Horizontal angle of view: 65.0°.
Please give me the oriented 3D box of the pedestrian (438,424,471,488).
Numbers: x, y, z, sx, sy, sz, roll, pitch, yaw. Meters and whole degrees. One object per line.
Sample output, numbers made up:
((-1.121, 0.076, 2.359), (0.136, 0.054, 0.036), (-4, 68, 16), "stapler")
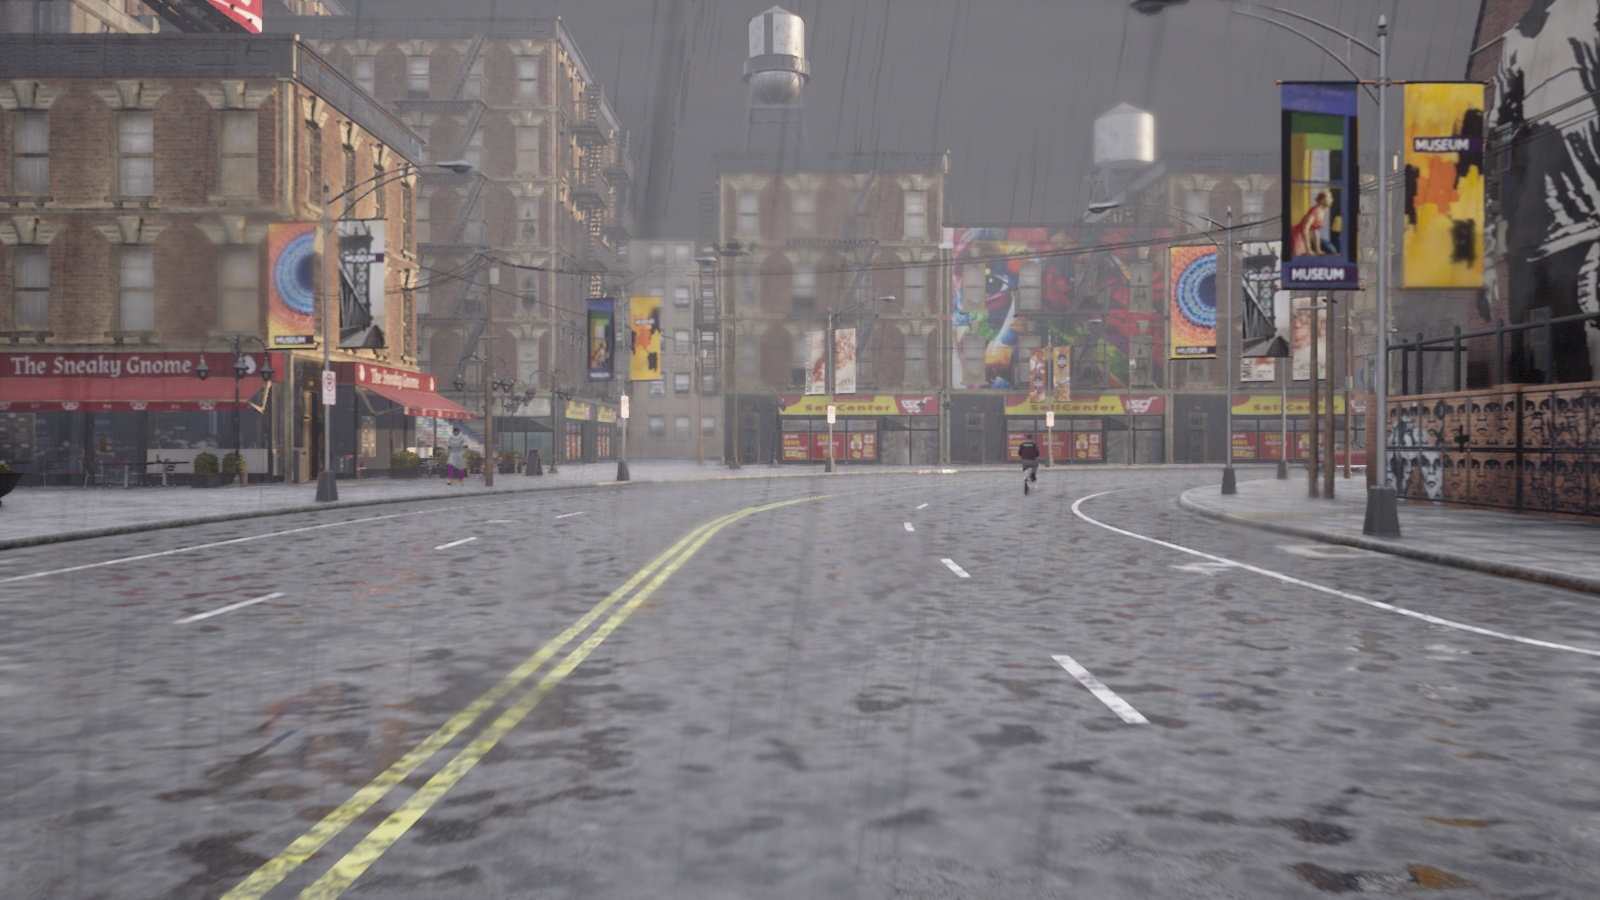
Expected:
((-10.640, 0.177, 38.705), (0.659, 1.952, 0.873), (0, 0, 9), "pedestrian")

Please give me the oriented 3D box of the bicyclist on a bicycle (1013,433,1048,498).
((6.488, 0.424, 35.258), (0.659, 1.776, 1.843), (0, 1, 20), "bicyclist on a bicycle")

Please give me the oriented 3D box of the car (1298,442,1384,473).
((27.795, 0.383, 64.592), (3.705, 1.549, 1.789), (0, 0, -13), "car")
